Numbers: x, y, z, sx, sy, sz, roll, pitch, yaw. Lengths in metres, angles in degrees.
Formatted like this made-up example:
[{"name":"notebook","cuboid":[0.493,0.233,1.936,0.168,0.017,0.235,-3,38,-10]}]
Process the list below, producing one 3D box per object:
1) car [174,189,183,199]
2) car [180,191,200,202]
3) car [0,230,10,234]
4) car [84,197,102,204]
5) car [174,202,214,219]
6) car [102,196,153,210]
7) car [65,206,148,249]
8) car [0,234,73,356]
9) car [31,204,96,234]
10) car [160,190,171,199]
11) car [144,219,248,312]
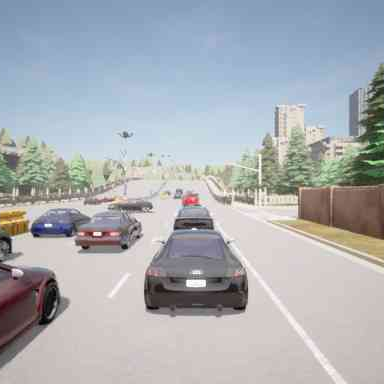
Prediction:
[{"name":"car","cuboid":[-3.663,0.903,86.963,2.097,1.767,4.553,0,3,0]},{"name":"car","cuboid":[-0.128,1.223,50.625,2.150,2.045,5.566,-1,0,-7]},{"name":"car","cuboid":[-6.904,1.491,9.166,2.128,1.511,4.902,0,0,0]},{"name":"car","cuboid":[-17.598,1.564,58.680,1.994,1.385,4.181,0,0,0]},{"name":"car","cuboid":[0.090,1.478,16.803,1.882,1.535,5.008,0,0,0]},{"name":"car","cuboid":[-6.550,1.491,35.160,4.902,1.511,2.128,0,0,-28]},{"name":"car","cuboid":[-3.403,1.547,14.446,2.033,1.411,5.357,0,0,0]},{"name":"car","cuboid":[-3.404,1.564,4.469,1.994,1.385,4.181,0,0,0]},{"name":"car","cuboid":[-6.912,1.564,18.007,1.994,1.385,4.181,0,0,0]},{"name":"car","cuboid":[-7.164,1.024,86.978,1.882,1.535,5.008,0,3,0]},{"name":"car","cuboid":[0.091,1.564,7.813,1.994,1.385,4.181,0,0,1]}]
